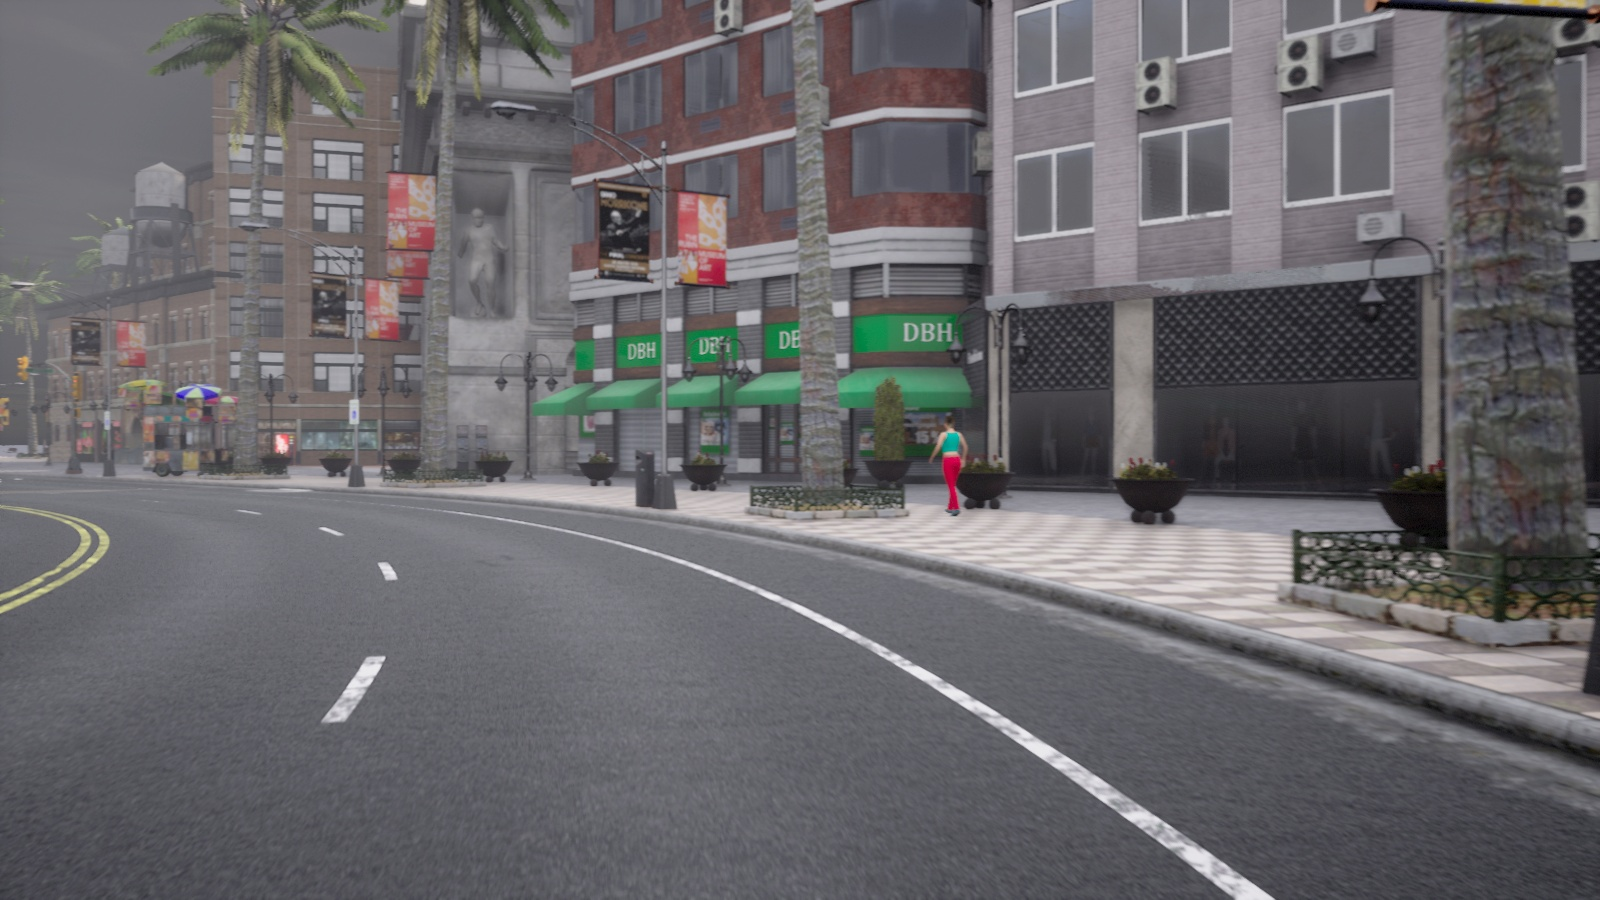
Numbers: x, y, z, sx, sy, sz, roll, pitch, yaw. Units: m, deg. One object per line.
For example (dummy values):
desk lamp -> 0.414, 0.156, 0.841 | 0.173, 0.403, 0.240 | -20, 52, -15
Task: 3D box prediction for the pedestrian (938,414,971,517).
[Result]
pedestrian -> 2.808, 0.273, 22.864 | 0.345, 1.836, 0.594 | 0, 0, -23
